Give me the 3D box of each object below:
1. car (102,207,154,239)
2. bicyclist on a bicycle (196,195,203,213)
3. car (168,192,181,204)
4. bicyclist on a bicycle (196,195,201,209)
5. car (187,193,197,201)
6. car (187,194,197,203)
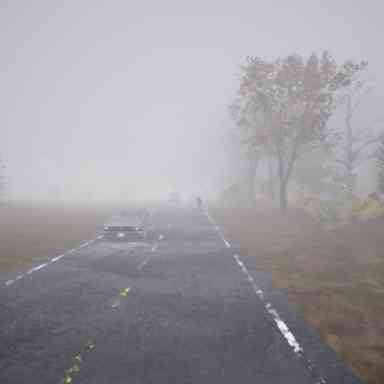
[{"bbox_3d":[-3.103,1.502,17.234,2.033,1.411,5.357,0,0,0],"label":"car"},{"bbox_3d":[0.816,1.367,33.306,0.582,1.620,1.656,0,0,0],"label":"bicyclist on a bicycle"},{"bbox_3d":[-3.045,1.071,58.793,2.150,2.045,5.566,0,0,1],"label":"car"},{"bbox_3d":[0.810,1.260,42.380,0.659,1.776,1.843,-1,0,0],"label":"bicyclist on a bicycle"},{"bbox_3d":[-0.010,1.158,77.146,2.097,1.767,4.553,0,0,0],"label":"car"},{"bbox_3d":[0.024,1.394,66.174,1.994,1.385,4.181,0,0,1],"label":"car"}]
